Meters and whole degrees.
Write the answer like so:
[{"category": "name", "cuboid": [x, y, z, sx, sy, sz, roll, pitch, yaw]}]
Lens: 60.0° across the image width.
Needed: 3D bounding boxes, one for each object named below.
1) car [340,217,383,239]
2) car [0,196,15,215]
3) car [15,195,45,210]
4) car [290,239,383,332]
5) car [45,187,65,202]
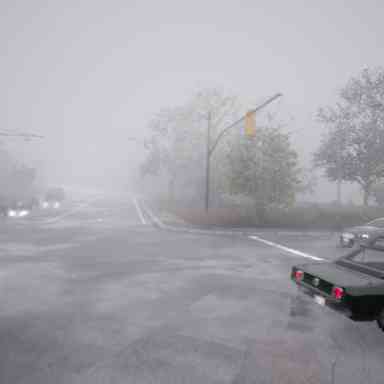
[{"category": "car", "cuboid": [9.029, 1.878, 14.833, 4.902, 1.511, 2.128, 2, -1, -12]}, {"category": "car", "cuboid": [-16.413, 1.101, 26.787, 2.097, 1.767, 4.553, 2, 0, -11]}, {"category": "car", "cuboid": [-18.380, 1.087, 36.951, 2.128, 1.511, 4.902, 2, 1, -11]}, {"category": "car", "cuboid": [4.525, 1.774, 6.572, 4.718, 1.301, 1.895, 2, -1, -12]}, {"category": "car", "cuboid": [-21.088, 0.300, 51.383, 2.150, 2.045, 5.566, 2, 3, -10]}]
